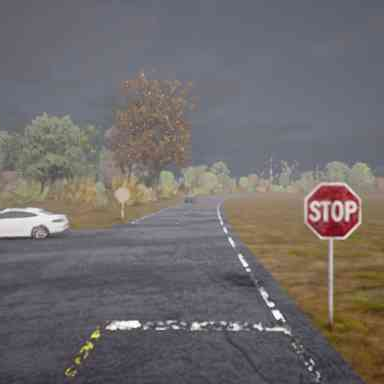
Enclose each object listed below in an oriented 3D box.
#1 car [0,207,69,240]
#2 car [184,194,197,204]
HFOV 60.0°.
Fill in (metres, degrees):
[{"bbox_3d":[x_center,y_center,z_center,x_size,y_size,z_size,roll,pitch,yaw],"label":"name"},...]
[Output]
[{"bbox_3d":[-8.188,1.440,15.456,4.674,1.442,1.812,0,2,-9],"label":"car"},{"bbox_3d":[-0.172,1.088,53.421,2.033,1.411,5.357,0,0,6],"label":"car"}]
